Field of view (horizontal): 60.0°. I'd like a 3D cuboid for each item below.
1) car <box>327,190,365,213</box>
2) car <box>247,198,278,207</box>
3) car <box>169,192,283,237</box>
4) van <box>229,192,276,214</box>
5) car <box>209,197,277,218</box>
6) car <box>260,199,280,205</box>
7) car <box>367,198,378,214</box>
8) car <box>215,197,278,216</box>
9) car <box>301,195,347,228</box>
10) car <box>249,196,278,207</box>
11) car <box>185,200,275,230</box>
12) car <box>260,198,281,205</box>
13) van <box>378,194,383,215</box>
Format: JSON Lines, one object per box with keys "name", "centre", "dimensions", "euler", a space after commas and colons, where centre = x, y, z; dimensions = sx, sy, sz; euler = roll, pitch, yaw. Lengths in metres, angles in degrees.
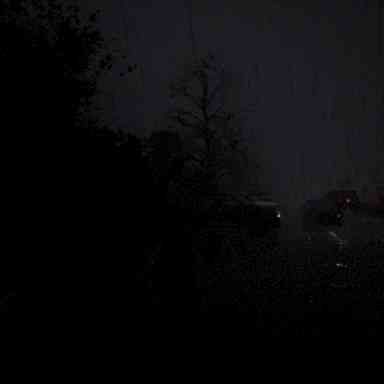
{"name": "car", "centre": [13.911, 0.889, 31.551], "dimensions": [2.150, 2.045, 5.566], "euler": [-1, -1, 7]}
{"name": "car", "centre": [11.252, 1.689, 52.772], "dimensions": [4.674, 1.452, 2.002], "euler": [-1, -2, 15]}
{"name": "car", "centre": [1.602, 1.045, 16.612], "dimensions": [5.566, 2.045, 2.435], "euler": [-1, 0, 15]}
{"name": "van", "centre": [5.958, 1.071, 32.668], "dimensions": [4.442, 1.987, 1.878], "euler": [-1, -1, 15]}
{"name": "car", "centre": [4.261, 1.271, 27.474], "dimensions": [5.366, 1.575, 1.946], "euler": [-1, 0, 15]}
{"name": "car", "centre": [18.557, 2.336, 79.282], "dimensions": [4.674, 1.452, 2.002], "euler": [-1, -2, 15]}
{"name": "car", "centre": [16.746, 0.909, 26.094], "dimensions": [4.553, 1.767, 2.185], "euler": [-1, -1, 15]}
{"name": "car", "centre": [4.949, 1.282, 30.044], "dimensions": [5.366, 1.575, 1.946], "euler": [-1, -1, 15]}
{"name": "car", "centre": [7.619, 1.169, 19.858], "dimensions": [1.882, 1.535, 5.008], "euler": [-1, 0, 15]}
{"name": "car", "centre": [12.026, 1.598, 55.850], "dimensions": [4.553, 1.767, 2.185], "euler": [-1, -2, 15]}
{"name": "car", "centre": [2.263, 1.281, 19.200], "dimensions": [4.892, 1.521, 2.231], "euler": [-1, 0, 15]}
{"name": "car", "centre": [19.433, 2.374, 82.439], "dimensions": [4.892, 1.521, 2.231], "euler": [-1, -2, 15]}
{"name": "van", "centre": [15.878, 0.803, 23.183], "dimensions": [4.442, 1.987, 1.878], "euler": [-1, 0, 15]}
